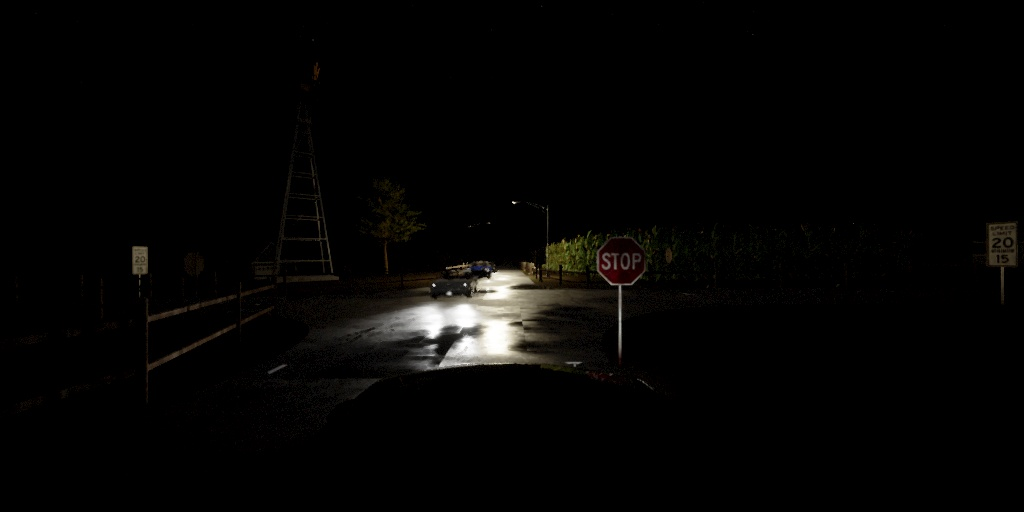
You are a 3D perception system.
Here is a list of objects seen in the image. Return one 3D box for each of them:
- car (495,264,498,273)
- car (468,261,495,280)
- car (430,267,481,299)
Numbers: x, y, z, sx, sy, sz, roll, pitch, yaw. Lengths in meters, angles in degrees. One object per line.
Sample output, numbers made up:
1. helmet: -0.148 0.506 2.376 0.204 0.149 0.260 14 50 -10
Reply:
1. car: -3.093 1.572 50.219 1.837 1.490 4.892 0 -1 0
2. car: -2.972 1.230 33.288 2.097 1.767 4.553 0 -1 0
3. car: -2.878 1.423 18.618 1.895 1.301 4.718 -1 0 0
